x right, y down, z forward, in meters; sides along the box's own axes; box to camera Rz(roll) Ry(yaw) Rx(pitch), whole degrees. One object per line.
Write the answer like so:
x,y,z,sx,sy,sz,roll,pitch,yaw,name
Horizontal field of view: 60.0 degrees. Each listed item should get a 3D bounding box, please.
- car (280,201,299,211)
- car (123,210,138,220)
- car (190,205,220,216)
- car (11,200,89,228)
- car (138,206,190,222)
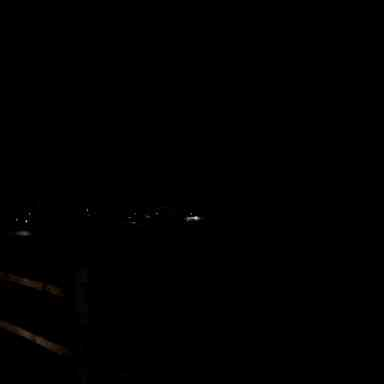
17.223,2.423,58.256,2.097,1.767,4.553,-1,-2,38,car
-4.610,2.153,33.290,1.895,1.301,4.718,-1,-2,36,car
1.456,2.272,41.592,2.033,1.411,5.357,-1,-2,37,car
-10.518,1.606,25.187,2.150,2.045,5.566,-1,-2,36,car
-2.513,2.030,31.184,1.812,1.442,4.674,-1,-2,36,car
